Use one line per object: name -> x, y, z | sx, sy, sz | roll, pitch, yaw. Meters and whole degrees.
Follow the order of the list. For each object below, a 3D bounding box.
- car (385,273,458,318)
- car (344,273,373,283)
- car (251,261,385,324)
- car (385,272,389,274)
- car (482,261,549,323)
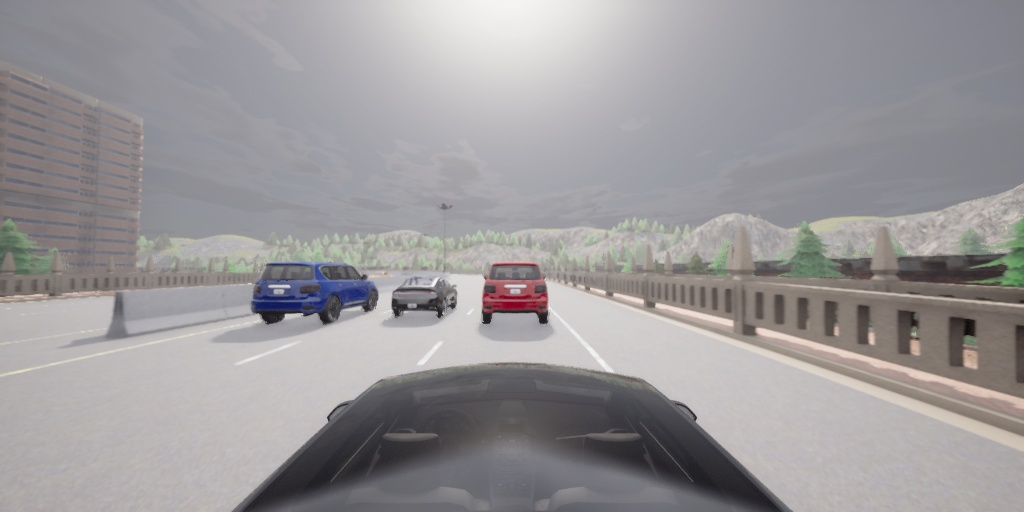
car -> -3.398, 1.573, 14.653 | 2.128, 1.511, 4.902 | 0, -2, 0
car -> -21.083, 2.964, 49.418 | 1.895, 1.301, 4.718 | 0, -2, 0
car -> -6.897, 1.252, 13.284 | 2.150, 2.045, 5.566 | 0, -2, 0
car -> -17.599, 2.776, 47.673 | 1.882, 1.535, 5.008 | 0, -2, 0
car -> 0.102, 1.259, 13.462 | 2.150, 2.045, 5.566 | 0, -2, 0
